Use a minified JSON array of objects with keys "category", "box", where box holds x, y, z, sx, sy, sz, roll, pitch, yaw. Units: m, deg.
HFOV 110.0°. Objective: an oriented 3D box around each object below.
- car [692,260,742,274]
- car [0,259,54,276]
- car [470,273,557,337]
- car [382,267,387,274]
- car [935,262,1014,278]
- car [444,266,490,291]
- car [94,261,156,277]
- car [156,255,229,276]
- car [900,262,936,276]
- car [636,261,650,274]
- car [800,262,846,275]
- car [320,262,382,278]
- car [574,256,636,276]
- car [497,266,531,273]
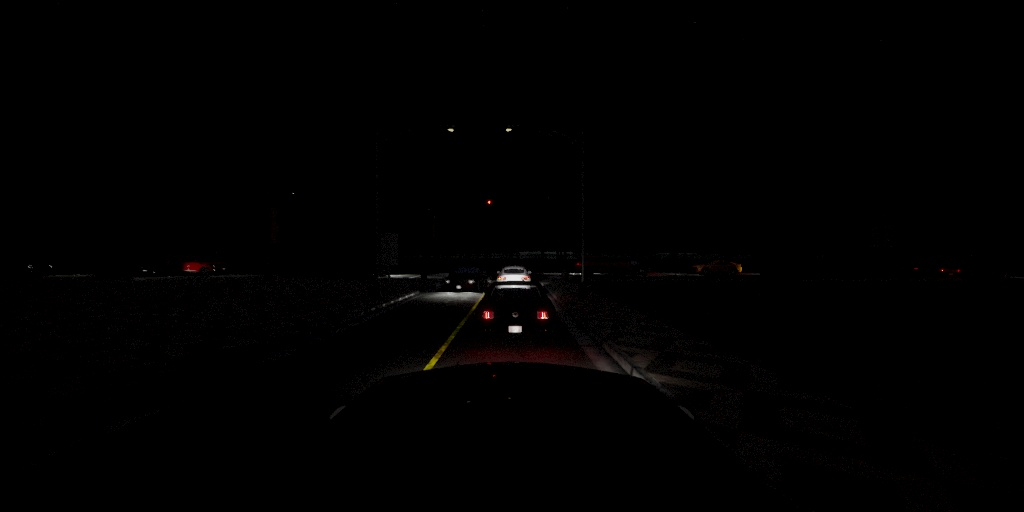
[{"category":"car","box":[22.479,1.217,39.489,5.008,1.535,1.882,0,0,0]},{"category":"car","box":[-49.469,1.059,36.132,4.553,1.767,2.097,0,0,-3]},{"category":"car","box":[0.108,1.350,10.237,1.895,1.301,4.718,0,0,1]},{"category":"car","box":[-14.953,1.309,36.358,4.181,1.385,1.994,0,0,0]},{"category":"car","box":[42.296,1.372,32.672,4.718,1.301,1.895,0,0,1]},{"category":"car","box":[-2.552,1.295,22.023,2.033,1.411,5.357,0,0,7]},{"category":"car","box":[-35.564,1.244,33.169,4.892,1.490,1.837,0,0,-1]},{"category":"car","box":[-32.074,0.949,36.449,5.566,2.045,2.150,0,0,0]},{"category":"car","box":[42.324,1.303,35.921,5.357,1.411,2.033,0,0,1]},{"category":"car","box":[12.633,1.231,39.575,4.902,1.511,2.128,0,0,0]},{"category":"car","box":[33.557,1.341,39.387,4.718,1.301,1.895,0,0,1]},{"category":"car","box":[-14.970,1.362,33.109,4.718,1.301,1.895,0,0,0]},{"category":"car","box":[9.103,0.977,36.154,5.566,2.045,2.150,0,0,0]},{"category":"car","box":[0.113,1.274,20.221,1.812,1.442,4.674,0,0,1]}]
